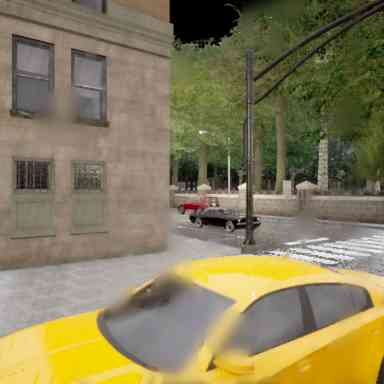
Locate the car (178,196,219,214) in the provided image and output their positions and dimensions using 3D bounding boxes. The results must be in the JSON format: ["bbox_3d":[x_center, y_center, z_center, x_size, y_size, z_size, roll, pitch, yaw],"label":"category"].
[{"bbox_3d":[0.639,1.285,31.844,2.192,1.841,5.009,0,0,-35],"label":"car"}]

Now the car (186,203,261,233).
[{"bbox_3d":[1.882,1.585,19.901,1.895,1.301,4.718,0,0,-35],"label":"car"}]

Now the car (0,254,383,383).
[{"bbox_3d":[0.373,1.477,3.375,5.008,1.535,1.882,0,0,-32],"label":"car"}]
